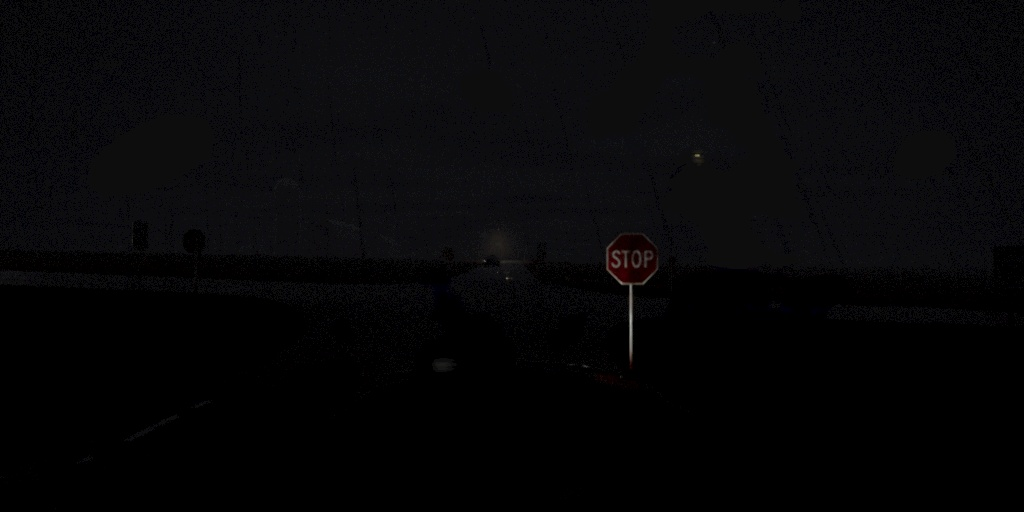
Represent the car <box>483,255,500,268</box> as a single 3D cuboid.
[{"bbox_3d":[-2.715,0.610,48.315,2.097,1.767,4.553,0,0,0],"label":"car"}]
